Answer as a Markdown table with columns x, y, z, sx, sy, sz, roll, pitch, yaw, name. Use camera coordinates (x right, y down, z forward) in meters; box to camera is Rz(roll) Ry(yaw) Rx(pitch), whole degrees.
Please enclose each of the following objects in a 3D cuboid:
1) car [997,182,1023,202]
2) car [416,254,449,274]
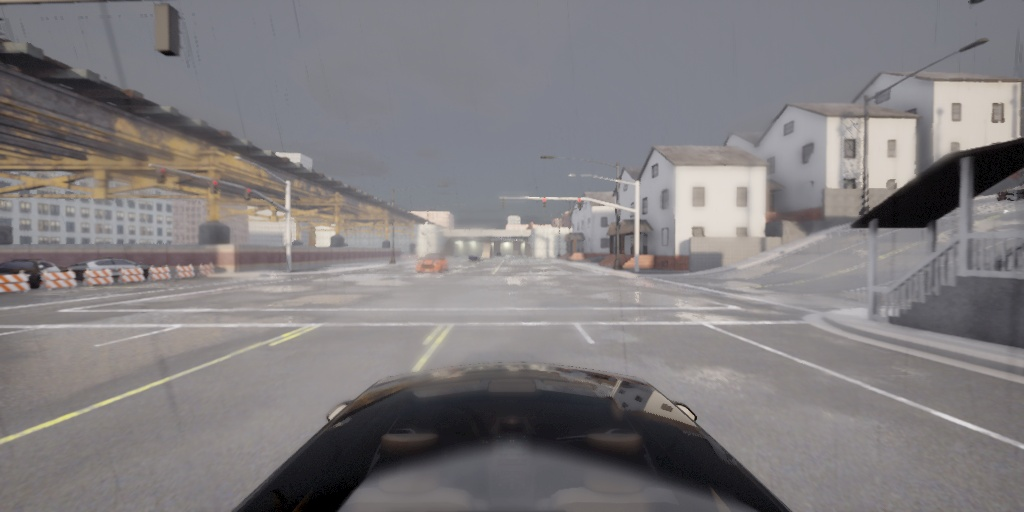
| x | y | z | sx | sy | sz | roll | pitch | yaw | name |
| --- | --- | --- | --- | --- | --- | --- | --- | --- | --- |
| 34.114 | -4.576 | 22.529 | 5.357 | 1.411 | 2.033 | -12 | 1 | 0 | car |
| -7.007 | 0.577 | 31.949 | 2.097 | 1.767 | 4.553 | 0 | 0 | 0 | car |
